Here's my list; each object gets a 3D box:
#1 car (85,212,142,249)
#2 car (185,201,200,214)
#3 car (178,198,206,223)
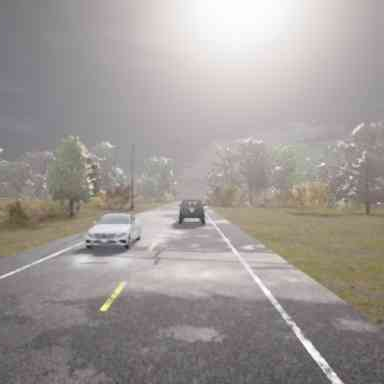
[{"bbox_3d":[-3.505,1.711,15.599,1.812,1.442,4.674,0,-1,0],"label":"car"},{"bbox_3d":[0.051,2.021,44.694,1.882,1.535,5.008,0,-1,0],"label":"car"},{"bbox_3d":[0.004,1.566,28.701,2.150,2.045,5.566,0,0,0],"label":"car"}]
